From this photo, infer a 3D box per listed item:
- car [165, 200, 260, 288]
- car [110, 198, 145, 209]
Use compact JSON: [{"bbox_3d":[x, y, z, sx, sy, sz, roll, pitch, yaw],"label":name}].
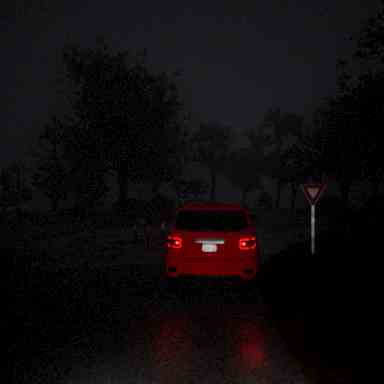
[{"bbox_3d":[0.724,1.246,9.572,2.150,2.045,5.566,0,0,8],"label":"car"},{"bbox_3d":[-8.702,1.588,45.916,5.008,1.535,1.882,0,-1,-9],"label":"car"}]
